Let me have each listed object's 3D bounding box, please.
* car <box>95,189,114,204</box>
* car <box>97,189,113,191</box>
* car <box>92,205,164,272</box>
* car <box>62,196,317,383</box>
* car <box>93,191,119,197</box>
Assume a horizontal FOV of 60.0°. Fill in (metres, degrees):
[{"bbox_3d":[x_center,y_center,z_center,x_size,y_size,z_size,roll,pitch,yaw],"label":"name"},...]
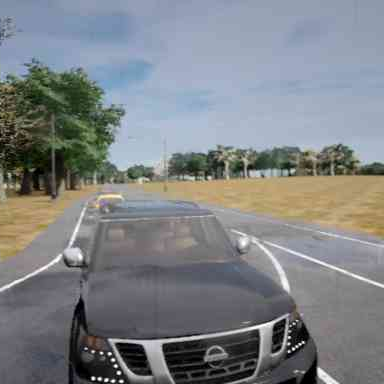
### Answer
[{"bbox_3d":[-9.665,0.451,36.589,1.812,1.442,4.674,-1,2,-15],"label":"car"},{"bbox_3d":[-6.567,0.789,25.703,1.812,1.442,4.674,-1,2,-16],"label":"car"},{"bbox_3d":[-2.369,1.335,11.244,1.895,1.301,4.718,-1,3,-16],"label":"car"},{"bbox_3d":[-0.575,1.199,5.025,2.150,2.045,5.566,-1,1,-16],"label":"car"},{"bbox_3d":[-4.835,0.925,19.735,1.882,1.535,5.008,-1,2,-16],"label":"car"}]
